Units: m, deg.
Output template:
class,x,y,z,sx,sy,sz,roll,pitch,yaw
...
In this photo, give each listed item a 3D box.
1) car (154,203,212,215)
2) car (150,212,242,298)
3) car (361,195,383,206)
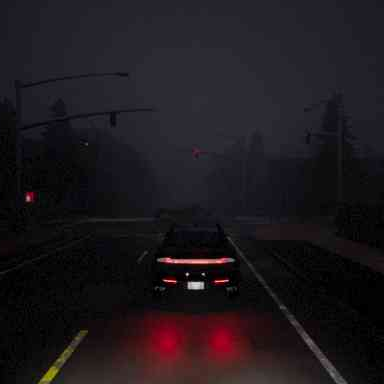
class,x,y,z,sx,sy,sz,roll,pitch,yaw
car,-0.788,1.597,27.617,4.718,1.301,1.895,0,0,-4
car,0.091,1.492,8.487,2.128,1.511,4.902,0,0,1
car,17.618,1.202,29.259,5.566,2.045,2.150,0,0,-11
